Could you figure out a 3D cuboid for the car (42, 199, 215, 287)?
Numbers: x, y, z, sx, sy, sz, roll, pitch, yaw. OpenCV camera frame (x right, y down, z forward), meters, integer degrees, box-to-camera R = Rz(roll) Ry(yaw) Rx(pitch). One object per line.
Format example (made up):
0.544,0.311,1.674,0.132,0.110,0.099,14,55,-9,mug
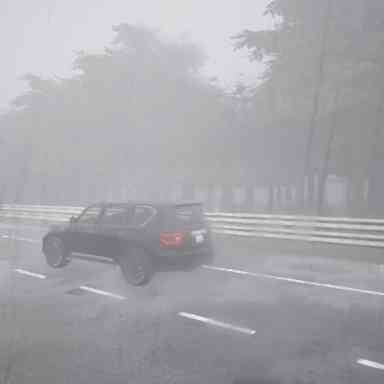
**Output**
-1.999,1.232,9.597,5.566,2.045,2.150,0,0,36,car
